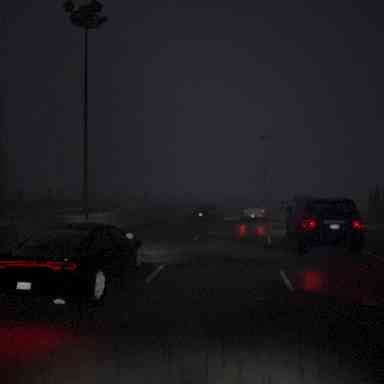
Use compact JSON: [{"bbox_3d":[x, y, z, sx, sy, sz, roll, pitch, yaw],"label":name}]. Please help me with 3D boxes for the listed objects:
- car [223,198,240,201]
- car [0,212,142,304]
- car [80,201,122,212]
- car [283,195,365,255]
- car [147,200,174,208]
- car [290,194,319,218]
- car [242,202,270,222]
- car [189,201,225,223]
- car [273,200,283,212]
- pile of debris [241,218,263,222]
[{"bbox_3d":[6.064,1.673,52.306,2.128,1.511,4.902,0,-1,34],"label":"car"},{"bbox_3d":[-2.657,1.490,8.270,1.882,1.535,5.008,0,0,6],"label":"car"},{"bbox_3d":[-9.938,1.674,36.871,2.033,1.411,5.357,0,0,22],"label":"car"},{"bbox_3d":[5.174,1.233,13.541,2.150,2.045,5.566,0,0,11],"label":"car"},{"bbox_3d":[-3.911,1.704,41.730,1.994,1.385,4.181,0,0,26],"label":"car"},{"bbox_3d":[10.823,1.274,31.656,2.150,2.045,5.566,0,0,24],"label":"car"},{"bbox_3d":[5.260,1.571,26.973,1.812,1.442,4.674,0,0,19],"label":"car"},{"bbox_3d":[1.238,1.617,25.934,1.994,1.385,4.181,0,0,18],"label":"car"},{"bbox_3d":[11.449,1.642,40.678,2.033,1.411,5.357,0,0,30],"label":"car"},{"bbox_3d":[4.758,2.222,26.272,1.500,0.140,1.860,0,0,19],"label":"pile of debris"}]
